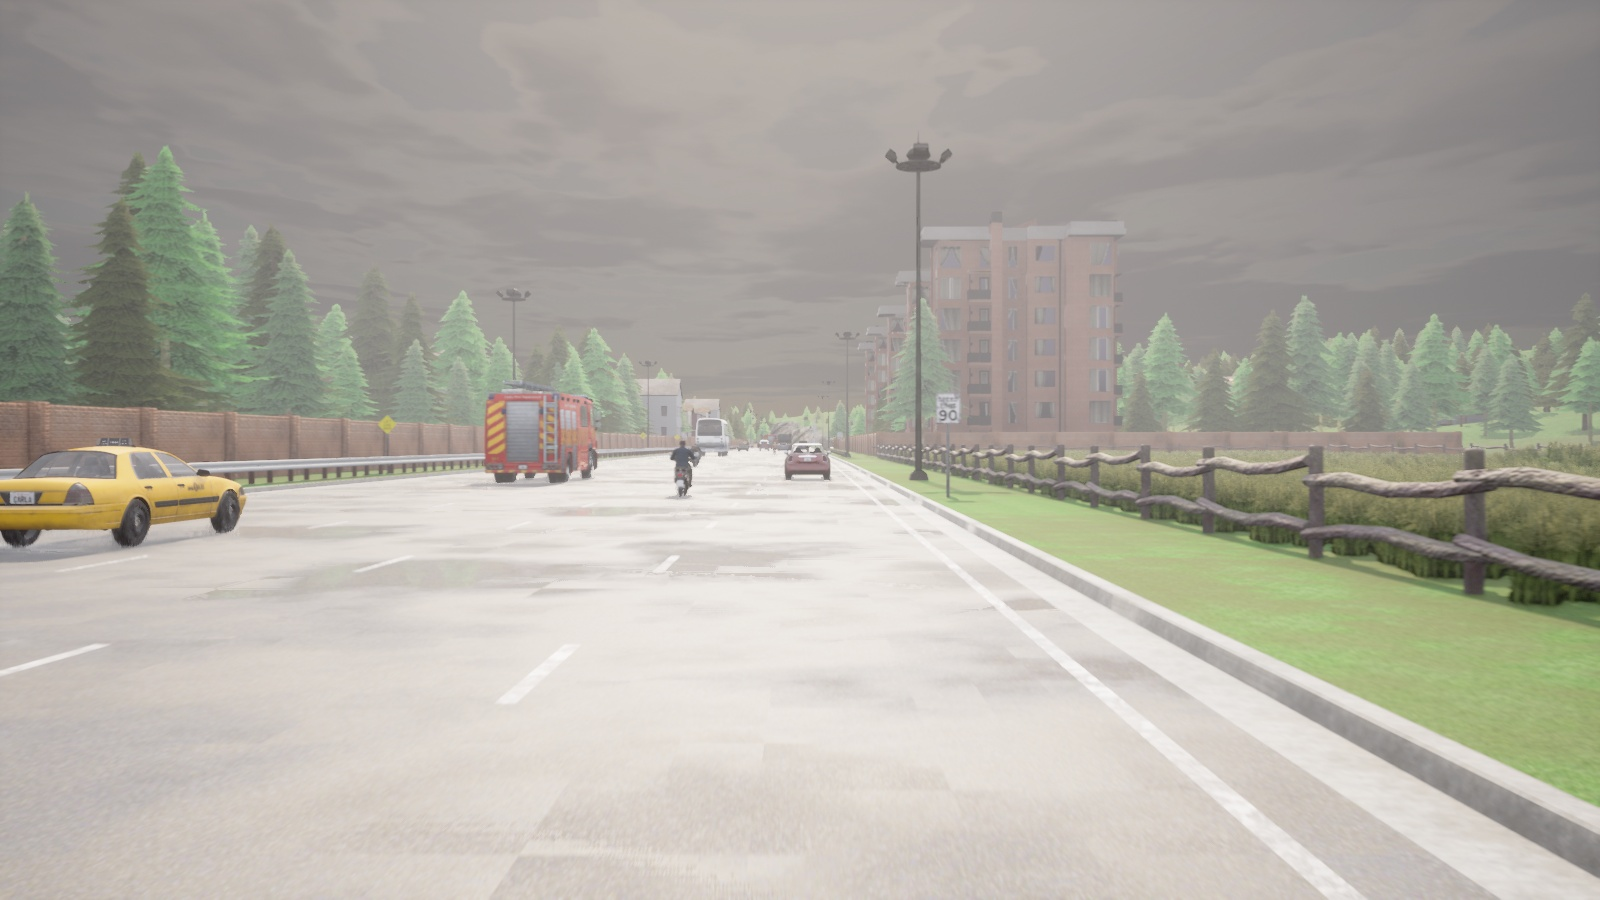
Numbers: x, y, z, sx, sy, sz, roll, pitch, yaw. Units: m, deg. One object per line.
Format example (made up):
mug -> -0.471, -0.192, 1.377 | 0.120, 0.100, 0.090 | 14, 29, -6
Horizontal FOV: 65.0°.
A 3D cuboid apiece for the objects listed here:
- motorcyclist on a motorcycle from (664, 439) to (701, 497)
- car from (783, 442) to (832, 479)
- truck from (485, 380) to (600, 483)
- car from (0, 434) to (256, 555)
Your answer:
motorcyclist on a motorcycle -> -3.284, 0.498, 35.357 | 0.866, 1.590, 1.817 | 0, 0, 0
car -> 0.313, 0.416, 52.451 | 1.970, 1.475, 3.806 | 0, 0, 0
truck -> -10.199, -0.712, 50.714 | 2.891, 3.827, 8.468 | 0, 0, 0
car -> -10.376, 0.569, 19.149 | 1.801, 1.575, 5.366 | 0, 0, 0
